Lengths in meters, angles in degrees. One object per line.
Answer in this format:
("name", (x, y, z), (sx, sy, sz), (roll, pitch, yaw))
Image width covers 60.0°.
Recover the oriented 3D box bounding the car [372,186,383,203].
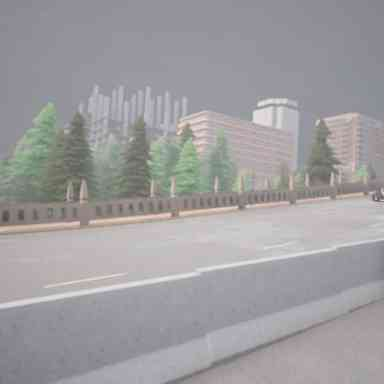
("car", (17.496, -0.023, 28.703), (4.553, 1.767, 2.097), (-4, 2, -34))
